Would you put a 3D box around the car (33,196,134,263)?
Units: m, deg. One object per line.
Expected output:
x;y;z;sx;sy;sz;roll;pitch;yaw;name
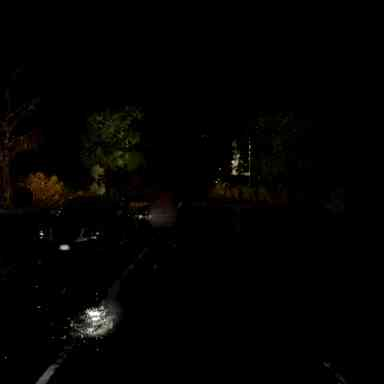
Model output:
-3.501;1.171;11.910;2.150;2.045;5.566;0;0;0;car

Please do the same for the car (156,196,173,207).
-3.557;1.230;44.233;1.812;1.442;4.674;0;0;0;car
